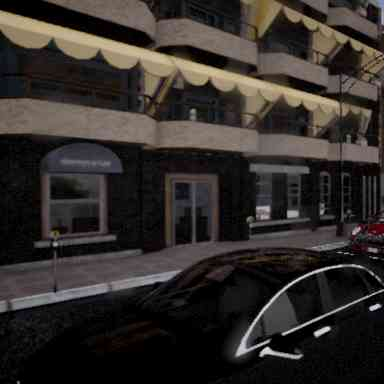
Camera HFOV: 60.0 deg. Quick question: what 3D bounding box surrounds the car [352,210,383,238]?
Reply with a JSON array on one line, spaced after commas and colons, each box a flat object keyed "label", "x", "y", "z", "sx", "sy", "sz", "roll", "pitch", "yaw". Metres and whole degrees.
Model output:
[{"label": "car", "x": 7.458, "y": 1.335, "z": 11.906, "sx": 4.097, "sy": 1.590, "sz": 1.967, "roll": -1, "pitch": 0, "yaw": -36}]

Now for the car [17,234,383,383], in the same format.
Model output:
[{"label": "car", "x": 0.731, "y": 1.485, "z": 3.773, "sx": 4.892, "sy": 1.490, "sz": 1.837, "roll": 0, "pitch": 0, "yaw": -35}]
